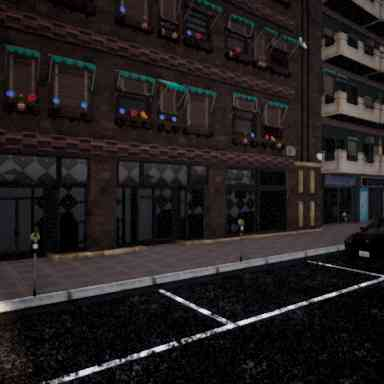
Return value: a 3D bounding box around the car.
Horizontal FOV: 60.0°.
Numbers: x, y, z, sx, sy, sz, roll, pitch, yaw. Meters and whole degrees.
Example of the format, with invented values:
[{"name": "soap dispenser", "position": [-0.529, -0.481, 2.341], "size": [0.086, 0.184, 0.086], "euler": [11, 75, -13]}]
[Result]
[{"name": "car", "position": [7.146, 1.564, 11.636], "size": [4.313, 1.339, 1.947], "euler": [0, 0, -35]}]
